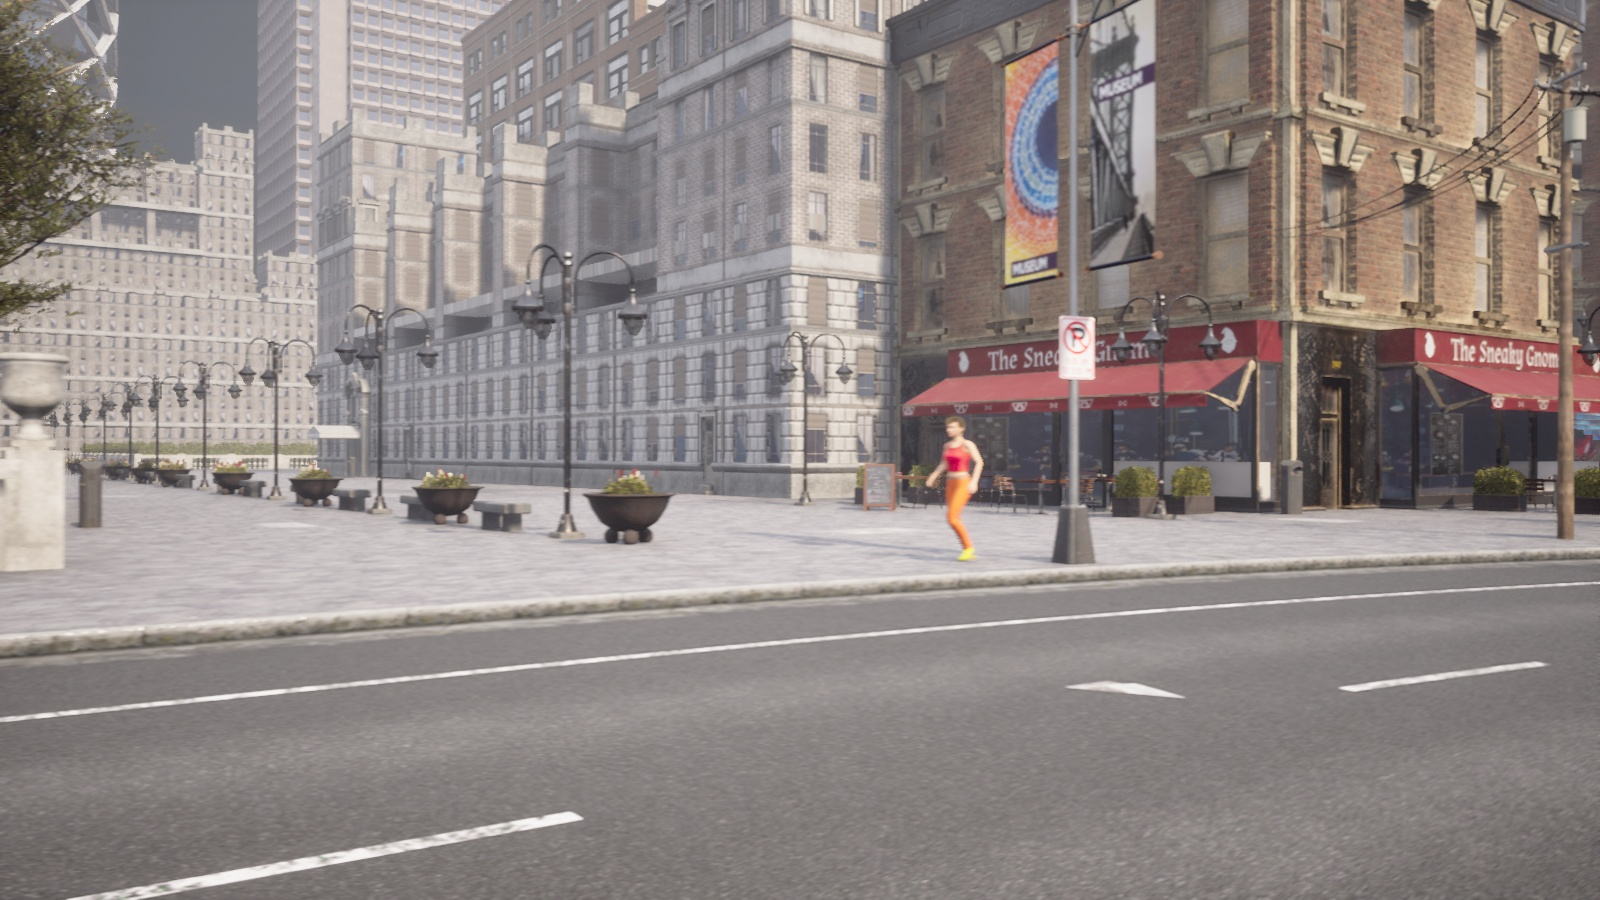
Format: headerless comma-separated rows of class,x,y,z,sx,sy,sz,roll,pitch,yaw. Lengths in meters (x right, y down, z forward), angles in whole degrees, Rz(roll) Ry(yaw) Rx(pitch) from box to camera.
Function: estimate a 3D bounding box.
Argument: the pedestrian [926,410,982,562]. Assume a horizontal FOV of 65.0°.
pedestrian,1.896,0.435,15.412,0.594,1.836,0.345,0,0,-32
